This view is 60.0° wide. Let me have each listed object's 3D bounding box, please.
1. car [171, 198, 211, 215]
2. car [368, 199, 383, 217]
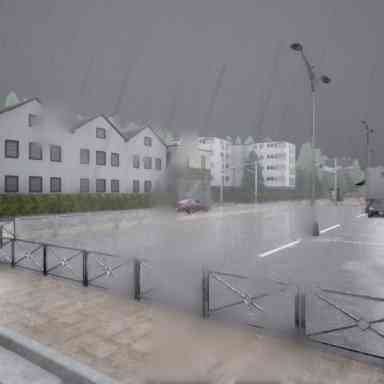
[{"bbox_3d":[-0.056,1.334,31.368,1.812,1.442,4.674,0,0,36],"label":"car"},{"bbox_3d":[15.454,1.298,26.789,2.007,1.523,4.514,0,0,35],"label":"car"}]
